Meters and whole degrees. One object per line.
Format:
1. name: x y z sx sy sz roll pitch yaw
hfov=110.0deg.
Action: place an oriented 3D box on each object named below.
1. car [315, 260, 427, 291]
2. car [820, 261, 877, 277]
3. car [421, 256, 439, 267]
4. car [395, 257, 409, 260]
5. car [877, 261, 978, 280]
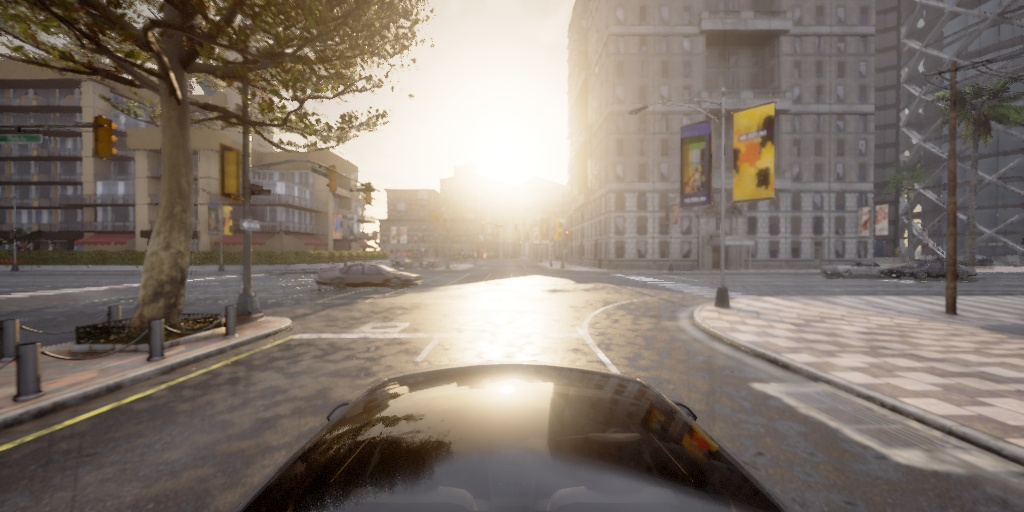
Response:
1. car: -7.708 1.115 19.595 5.357 1.411 2.033 0 1 0
2. car: 29.072 1.083 30.369 4.718 1.301 1.895 0 1 0
3. car: -11.523 0.791 50.018 2.128 1.511 4.902 0 1 1
4. car: -15.033 0.870 49.330 1.994 1.385 4.181 0 1 1
5. car: 31.298 1.062 26.866 5.357 1.411 2.033 0 1 0
